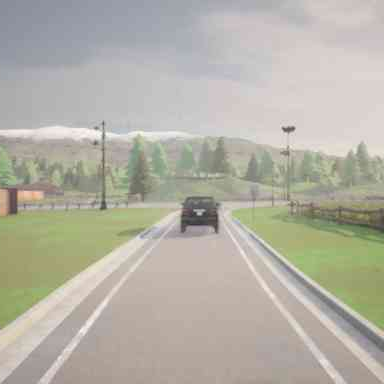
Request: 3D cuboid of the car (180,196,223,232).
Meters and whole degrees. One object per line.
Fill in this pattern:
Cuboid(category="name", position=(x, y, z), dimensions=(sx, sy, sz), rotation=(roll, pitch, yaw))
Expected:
Cuboid(category="car", position=(0.485, 1.223, 20.082), dimensions=(2.150, 2.045, 5.566), rotation=(0, 0, 2))

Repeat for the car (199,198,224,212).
Cuboid(category="car", position=(2.367, 1.505, 39.115), dimensions=(1.837, 1.490, 4.892), rotation=(-1, 0, 15))
